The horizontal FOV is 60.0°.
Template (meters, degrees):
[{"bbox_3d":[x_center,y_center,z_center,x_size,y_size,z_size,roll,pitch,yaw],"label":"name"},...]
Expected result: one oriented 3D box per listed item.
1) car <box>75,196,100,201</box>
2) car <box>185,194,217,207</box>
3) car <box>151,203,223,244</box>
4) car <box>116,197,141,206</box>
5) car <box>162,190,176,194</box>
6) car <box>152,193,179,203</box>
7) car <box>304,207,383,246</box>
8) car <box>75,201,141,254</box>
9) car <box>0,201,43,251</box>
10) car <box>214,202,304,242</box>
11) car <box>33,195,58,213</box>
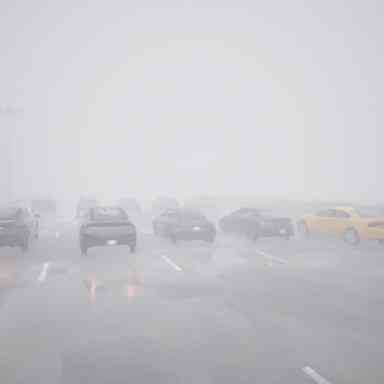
[{"bbox_3d":[-9.132,1.082,29.073,2.128,1.511,4.902,1,1,-20],"label":"car"},{"bbox_3d":[0.868,1.049,32.284,2.097,1.767,4.553,1,1,-20],"label":"car"},{"bbox_3d":[-0.490,1.410,15.166,1.994,1.385,4.181,1,1,-20],"label":"car"},{"bbox_3d":[-5.992,1.182,30.685,1.994,1.385,4.181,1,1,-20],"label":"car"},{"bbox_3d":[-5.521,0.385,76.696,3.866,1.878,1.905,1,1,-20],"label":"car"},{"bbox_3d":[-2.551,1.162,31.451,1.837,1.490,4.892,1,0,-20],"label":"car"},{"bbox_3d":[6.895,1.423,15.285,1.882,1.535,5.008,1,1,-20],"label":"car"},{"bbox_3d":[-3.335,1.322,12.721,2.128,1.511,4.902,1,1,-20],"label":"car"},{"bbox_3d":[-7.012,1.286,12.616,1.837,1.490,4.892,1,1,-20],"label":"car"},{"bbox_3d":[2.961,1.412,15.862,1.812,1.442,4.674,1,1,-20],"label":"car"},{"bbox_3d":[-12.954,1.013,29.372,1.882,1.535,5.008,1,0,-20],"label":"car"}]
